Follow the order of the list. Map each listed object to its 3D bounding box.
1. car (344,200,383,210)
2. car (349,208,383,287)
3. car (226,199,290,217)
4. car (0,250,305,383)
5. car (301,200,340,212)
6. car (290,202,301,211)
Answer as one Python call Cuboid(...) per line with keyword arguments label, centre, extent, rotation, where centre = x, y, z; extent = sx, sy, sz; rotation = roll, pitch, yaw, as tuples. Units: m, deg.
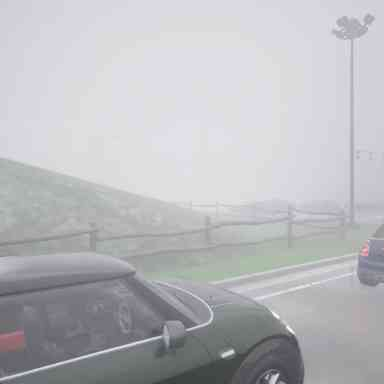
Cuboid(label="car", centre=(19.992, 1.601, 37.833), extent=(4.718, 1.301, 1.895), rotation=(0, 0, 39))
Cuboid(label="car", centre=(6.097, 1.352, 8.144), extent=(4.553, 1.767, 2.097), rotation=(0, 0, -35))
Cuboid(label="car", centre=(5.888, 1.547, 30.951), extent=(5.357, 1.411, 2.033), rotation=(0, 0, 35))
Cuboid(label="car", centre=(-1.050, 1.352, 2.998), extent=(4.553, 1.767, 2.097), rotation=(0, 0, -35))
Cuboid(label="car", centre=(14.449, 1.564, 37.641), extent=(4.181, 1.385, 1.994), rotation=(0, 0, 37))
Cuboid(label="car", centre=(9.124, 1.477, 37.154), extent=(5.008, 1.535, 1.882), rotation=(0, 0, 35))
